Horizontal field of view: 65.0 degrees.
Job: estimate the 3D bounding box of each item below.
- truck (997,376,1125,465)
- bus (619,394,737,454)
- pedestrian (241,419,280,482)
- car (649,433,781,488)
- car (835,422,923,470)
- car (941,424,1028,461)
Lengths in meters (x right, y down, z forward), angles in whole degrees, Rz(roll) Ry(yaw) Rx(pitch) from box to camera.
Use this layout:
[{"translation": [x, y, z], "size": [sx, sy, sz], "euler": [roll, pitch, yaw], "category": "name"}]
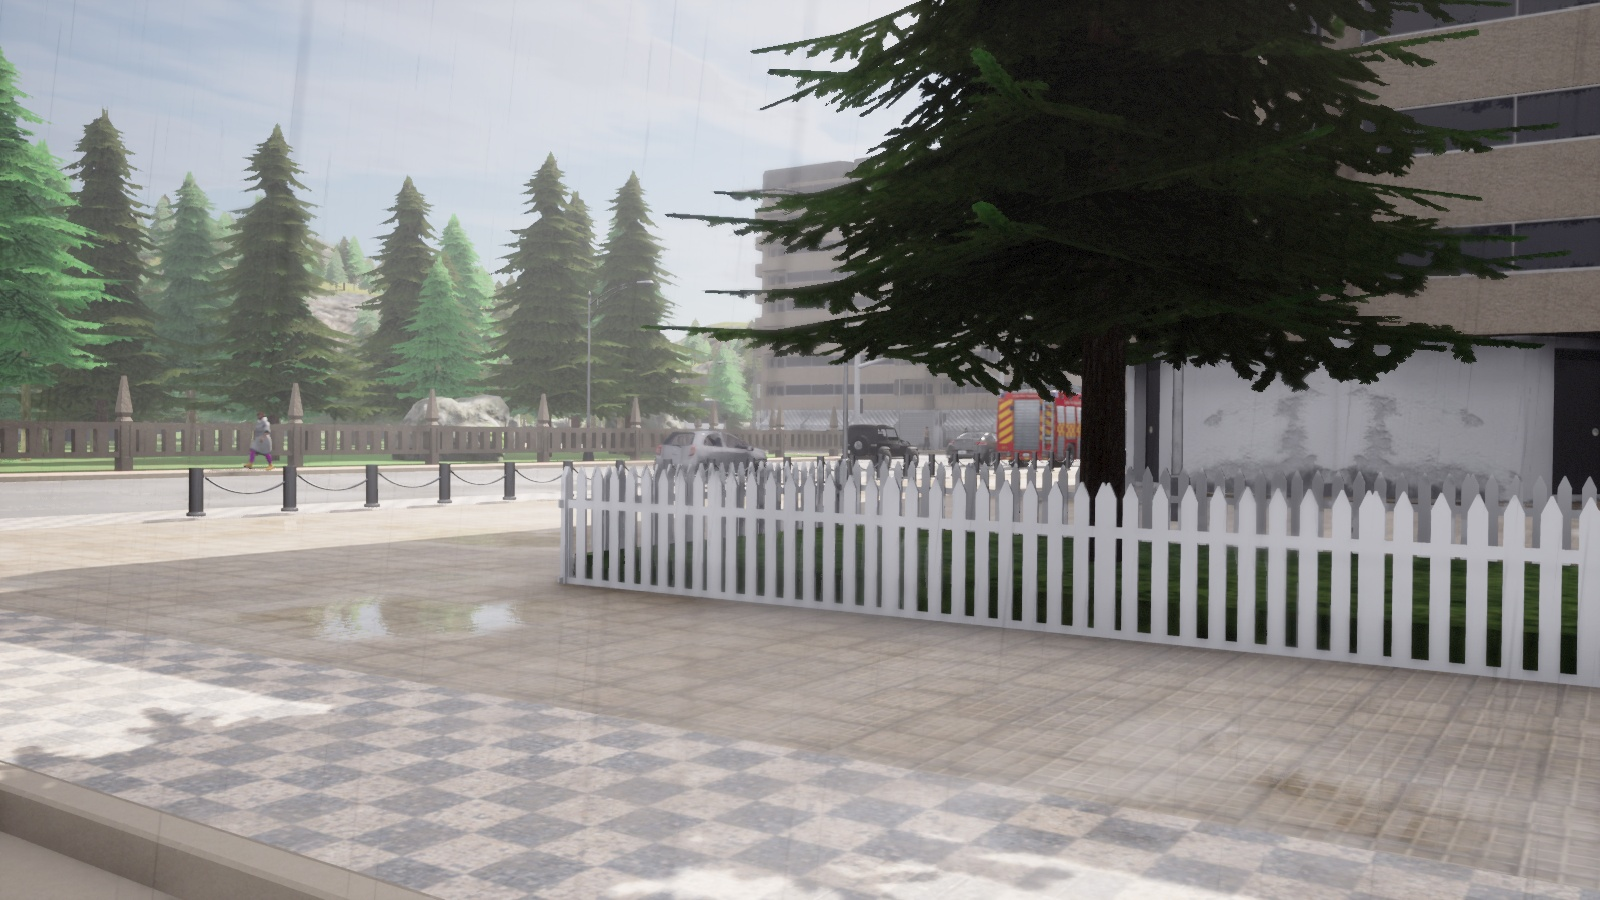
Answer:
[{"translation": [12.290, -1.342, 58.520], "size": [2.891, 3.827, 8.468], "euler": [0, 1, 34], "category": "truck"}, {"translation": [-9.280, -1.899, 93.952], "size": [3.944, 4.253, 10.273], "euler": [-1, 1, -37], "category": "bus"}, {"translation": [-16.841, 0.007, 39.211], "size": [0.659, 1.952, 0.873], "euler": [0, 1, 33], "category": "pedestrian"}, {"translation": [-2.434, 0.269, 36.491], "size": [1.845, 1.501, 3.633], "euler": [0, 1, 38], "category": "car"}, {"translation": [3.255, -0.201, 51.220], "size": [1.905, 1.878, 3.866], "euler": [0, 1, 33], "category": "car"}, {"translation": [8.830, -0.384, 59.635], "size": [2.152, 1.651, 5.027], "euler": [0, 1, 34], "category": "car"}]
